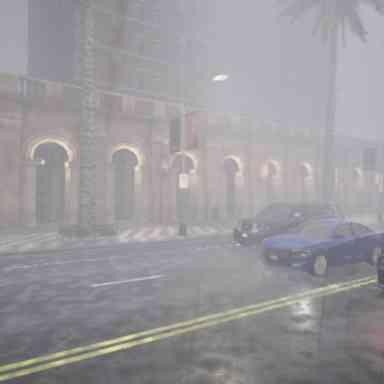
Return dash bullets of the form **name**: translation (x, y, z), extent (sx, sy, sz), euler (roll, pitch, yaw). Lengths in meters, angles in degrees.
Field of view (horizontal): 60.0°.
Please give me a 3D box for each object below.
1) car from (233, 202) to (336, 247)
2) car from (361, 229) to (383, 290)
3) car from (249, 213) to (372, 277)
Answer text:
- **car**: translation (4.479, 1.471, 15.296), extent (5.566, 2.045, 2.150), euler (1, -1, -34)
- **car**: translation (6.273, 1.648, 7.839), extent (4.892, 1.490, 1.837), euler (1, -1, -34)
- **car**: translation (4.461, 1.664, 11.067), extent (5.008, 1.535, 1.882), euler (1, -1, -34)
